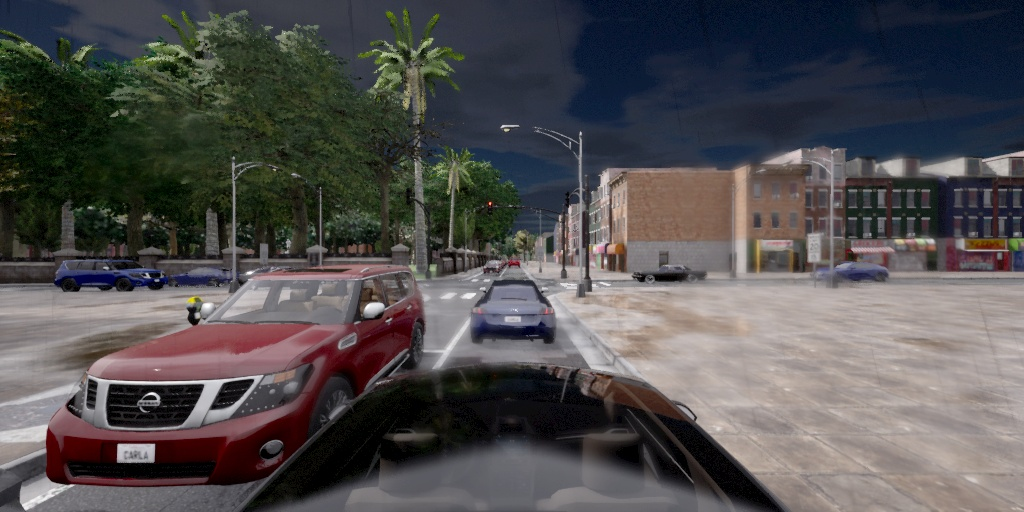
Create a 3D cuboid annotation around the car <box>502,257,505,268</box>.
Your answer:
[{"bbox_3d":[-2.349,1.291,48.862,1.967,1.591,4.097,0,0,0],"label":"car"}]

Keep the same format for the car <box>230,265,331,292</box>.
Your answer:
[{"bbox_3d":[-14.344,1.386,22.480,4.902,1.511,2.128,-1,0,-1],"label":"car"}]

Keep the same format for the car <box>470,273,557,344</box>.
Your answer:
[{"bbox_3d":[0.045,1.316,9.644,1.994,1.385,4.181,0,0,1],"label":"car"}]

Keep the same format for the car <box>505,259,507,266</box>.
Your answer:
[{"bbox_3d":[-2.280,1.485,60.240,1.802,1.307,4.207,0,0,0],"label":"car"}]

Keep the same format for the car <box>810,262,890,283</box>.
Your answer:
[{"bbox_3d":[23.741,1.125,25.251,4.674,1.442,1.812,0,0,0],"label":"car"}]

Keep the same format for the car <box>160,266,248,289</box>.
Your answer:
[{"bbox_3d":[-21.779,1.487,25.477,4.674,1.442,1.812,-1,0,0],"label":"car"}]

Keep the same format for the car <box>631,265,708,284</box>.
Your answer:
[{"bbox_3d":[10.990,1.279,25.326,4.718,1.301,1.895,0,0,1],"label":"car"}]

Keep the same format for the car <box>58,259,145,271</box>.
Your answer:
[{"bbox_3d":[-25.076,1.221,22.541,5.566,2.045,2.150,-1,0,0],"label":"car"}]

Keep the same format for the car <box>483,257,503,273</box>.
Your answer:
[{"bbox_3d":[-2.385,1.268,43.175,1.967,1.591,4.097,0,0,0],"label":"car"}]

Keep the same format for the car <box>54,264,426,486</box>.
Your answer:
[{"bbox_3d":[-2.621,1.065,5.029,2.192,1.841,5.009,0,0,0],"label":"car"}]
